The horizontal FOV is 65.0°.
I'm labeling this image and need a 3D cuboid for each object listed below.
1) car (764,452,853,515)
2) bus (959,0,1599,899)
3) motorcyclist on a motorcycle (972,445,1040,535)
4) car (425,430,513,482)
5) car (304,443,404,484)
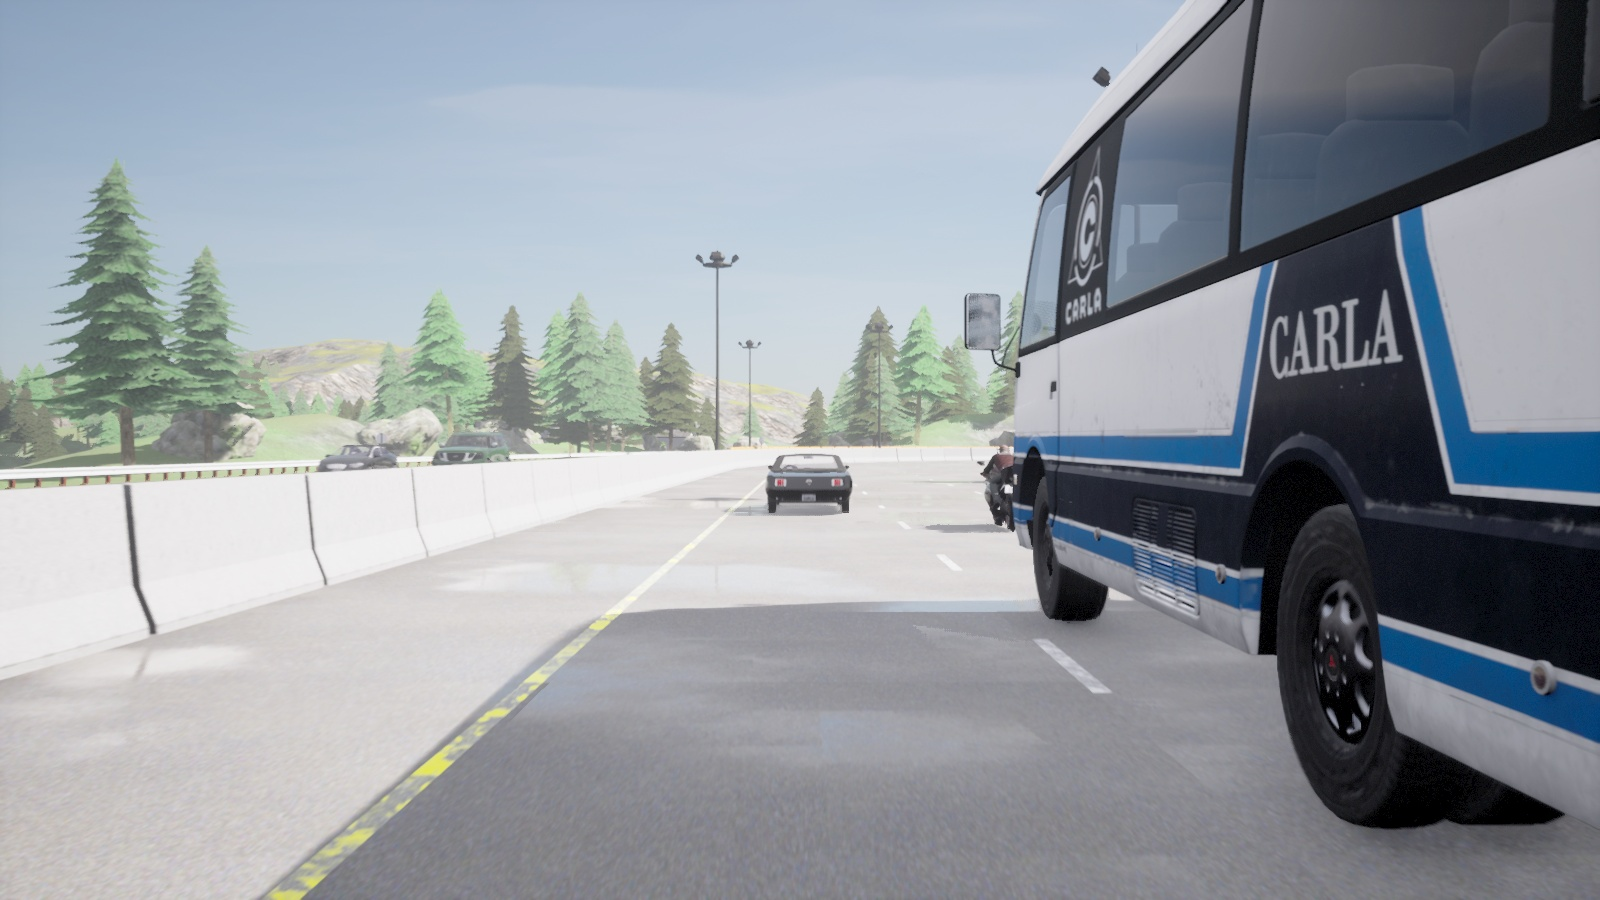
[{"bbox_3d":[0.196,0.716,29.152,1.895,1.301,4.718,0,0,0],"label":"car"},{"bbox_3d":[3.579,-0.661,7.574,3.944,4.253,10.273,0,1,0],"label":"bus"},{"bbox_3d":[3.665,0.684,22.487,0.866,1.530,2.191,0,0,0],"label":"motorcyclist on a motorcycle"},{"bbox_3d":[-13.705,0.219,52.351,2.150,2.045,5.566,0,0,0],"label":"car"},{"bbox_3d":[-17.218,0.470,48.718,2.128,1.511,4.902,0,0,0],"label":"car"}]
